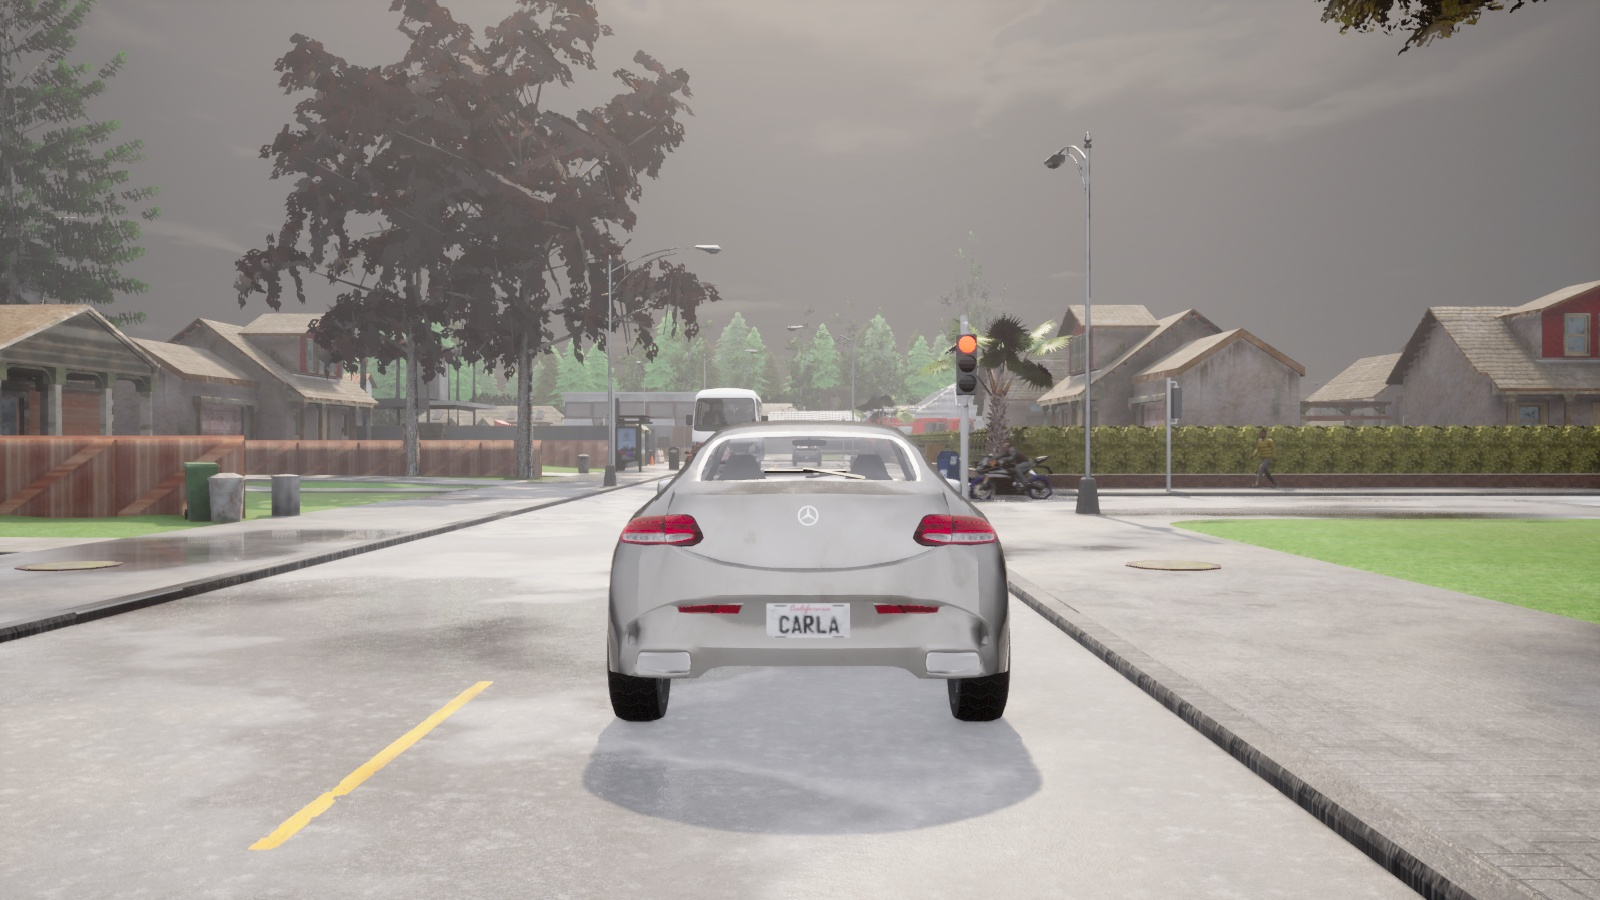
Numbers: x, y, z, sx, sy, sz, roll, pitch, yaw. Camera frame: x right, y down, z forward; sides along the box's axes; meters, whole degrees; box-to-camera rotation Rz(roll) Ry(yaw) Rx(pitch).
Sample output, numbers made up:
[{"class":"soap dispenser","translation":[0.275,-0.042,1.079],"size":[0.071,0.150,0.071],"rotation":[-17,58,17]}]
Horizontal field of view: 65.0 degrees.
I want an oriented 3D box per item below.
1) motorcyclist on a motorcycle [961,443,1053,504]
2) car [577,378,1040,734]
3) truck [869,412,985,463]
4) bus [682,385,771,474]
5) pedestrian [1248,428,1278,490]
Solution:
[{"class":"motorcyclist on a motorcycle","translation":[5.385,0.601,32.714],"size":[2.191,1.530,0.866],"rotation":[0,1,-7]},{"class":"car","translation":[0.062,0.478,8.355],"size":[2.152,1.651,5.027],"rotation":[0,0,1]},{"class":"truck","translation":[9.473,-0.944,94.569],"size":[8.468,3.827,2.891],"rotation":[0,0,0]},{"class":"bus","translation":[-3.622,-1.001,65.183],"size":[3.944,4.253,10.273],"rotation":[0,0,0]},{"class":"pedestrian","translation":[13.818,0.256,37.483],"size":[0.709,1.840,0.431],"rotation":[0,0,-19]}]
